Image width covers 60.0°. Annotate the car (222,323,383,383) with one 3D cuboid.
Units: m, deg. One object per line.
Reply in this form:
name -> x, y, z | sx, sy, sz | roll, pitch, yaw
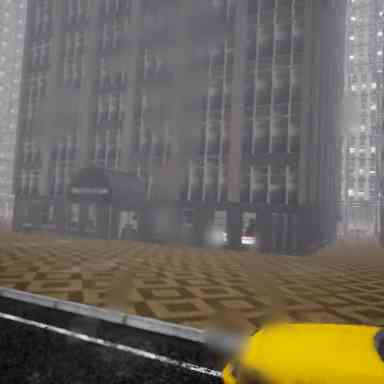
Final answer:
car -> 2.957, 1.811, 2.999 | 5.366, 1.575, 1.801 | 0, -5, 27
